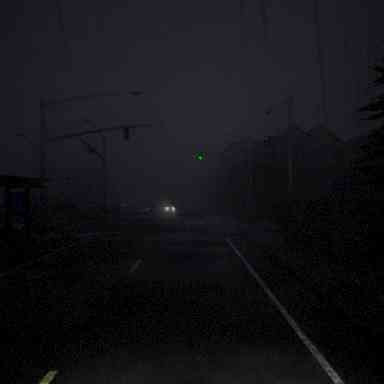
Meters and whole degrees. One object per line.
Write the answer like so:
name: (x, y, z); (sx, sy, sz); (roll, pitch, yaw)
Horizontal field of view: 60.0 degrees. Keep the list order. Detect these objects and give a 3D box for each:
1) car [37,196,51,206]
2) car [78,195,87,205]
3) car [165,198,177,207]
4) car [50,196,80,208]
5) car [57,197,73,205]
car: (-25.910, 1.580, 59.757); (1.932, 1.855, 4.605); (0, 0, 0)
car: (-22.647, 1.598, 67.635); (1.905, 1.878, 3.866); (0, 0, 0)
car: (-3.572, 1.768, 56.770); (2.128, 1.511, 4.902); (0, 0, 0)
car: (-18.938, 1.732, 49.766); (2.007, 1.523, 4.514); (0, 0, 0)
car: (-25.973, 1.885, 68.235); (1.970, 1.475, 3.806); (0, 0, 0)
